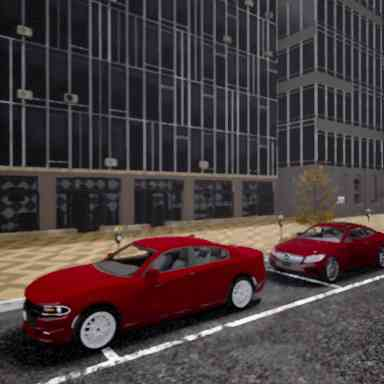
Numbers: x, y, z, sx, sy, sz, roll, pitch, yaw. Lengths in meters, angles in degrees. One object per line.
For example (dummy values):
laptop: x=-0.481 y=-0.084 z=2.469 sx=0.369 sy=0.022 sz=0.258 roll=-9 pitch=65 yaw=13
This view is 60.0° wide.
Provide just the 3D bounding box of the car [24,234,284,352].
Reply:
car: x=-0.596 y=1.525 z=6.133 sx=4.507 sy=1.381 sz=1.887 roll=0 pitch=0 yaw=-36

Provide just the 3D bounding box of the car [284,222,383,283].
car: x=4.038 y=1.525 z=9.442 sx=4.206 sy=1.307 sz=1.802 roll=0 pitch=0 yaw=-36
